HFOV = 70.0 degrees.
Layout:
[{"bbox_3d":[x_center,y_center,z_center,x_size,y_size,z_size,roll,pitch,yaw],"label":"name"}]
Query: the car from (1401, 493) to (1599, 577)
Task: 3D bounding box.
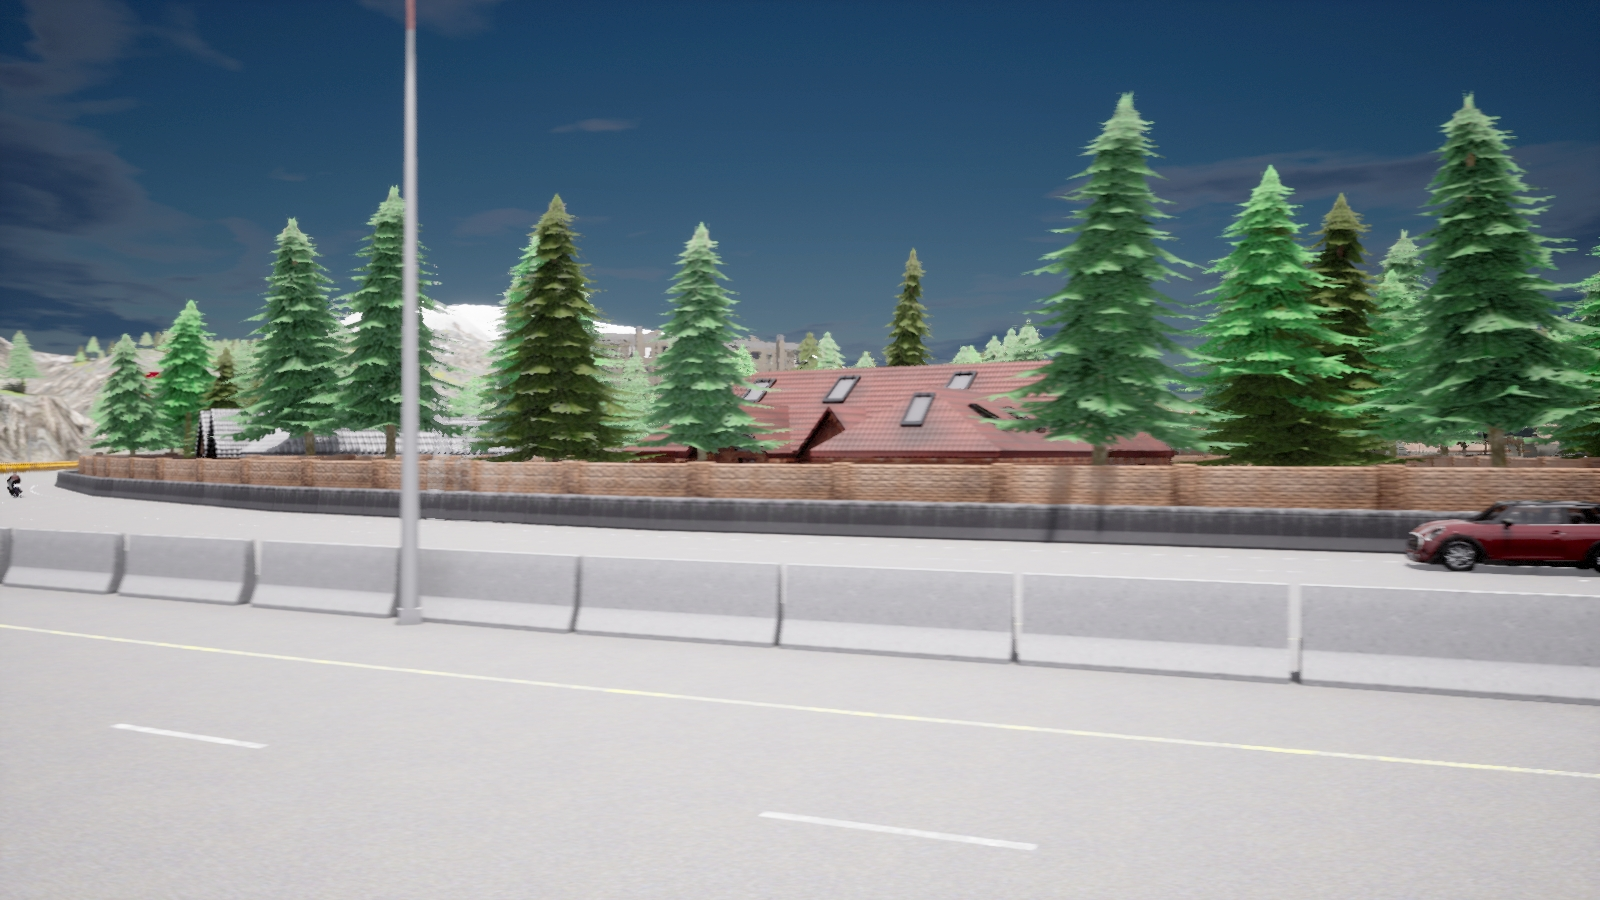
[{"bbox_3d":[16.929,1.965,26.978,4.553,1.767,2.097,0,0,18],"label":"car"}]
